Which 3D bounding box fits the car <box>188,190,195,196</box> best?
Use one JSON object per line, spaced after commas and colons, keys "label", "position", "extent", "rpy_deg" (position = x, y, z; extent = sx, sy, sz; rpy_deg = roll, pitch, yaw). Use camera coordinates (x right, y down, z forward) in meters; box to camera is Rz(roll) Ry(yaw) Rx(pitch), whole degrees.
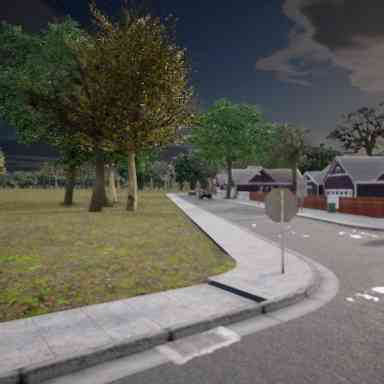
{"label": "car", "position": [0.053, 0.270, 90.178], "extent": [1.882, 1.535, 5.008], "rpy_deg": [-1, 1, -6]}

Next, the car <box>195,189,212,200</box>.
{"label": "car", "position": [2.538, 0.420, 65.553], "extent": [2.150, 2.045, 5.566], "rpy_deg": [-1, 1, -6]}
